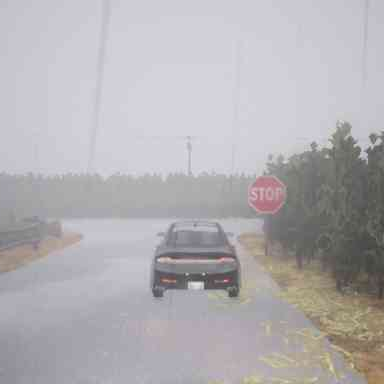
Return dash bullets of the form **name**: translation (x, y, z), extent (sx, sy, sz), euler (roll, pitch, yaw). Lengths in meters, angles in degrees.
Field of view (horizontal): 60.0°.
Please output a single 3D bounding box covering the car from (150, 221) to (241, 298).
- **car**: translation (0.087, 1.491, 8.488), extent (2.128, 1.511, 4.902), euler (0, 0, 0)
